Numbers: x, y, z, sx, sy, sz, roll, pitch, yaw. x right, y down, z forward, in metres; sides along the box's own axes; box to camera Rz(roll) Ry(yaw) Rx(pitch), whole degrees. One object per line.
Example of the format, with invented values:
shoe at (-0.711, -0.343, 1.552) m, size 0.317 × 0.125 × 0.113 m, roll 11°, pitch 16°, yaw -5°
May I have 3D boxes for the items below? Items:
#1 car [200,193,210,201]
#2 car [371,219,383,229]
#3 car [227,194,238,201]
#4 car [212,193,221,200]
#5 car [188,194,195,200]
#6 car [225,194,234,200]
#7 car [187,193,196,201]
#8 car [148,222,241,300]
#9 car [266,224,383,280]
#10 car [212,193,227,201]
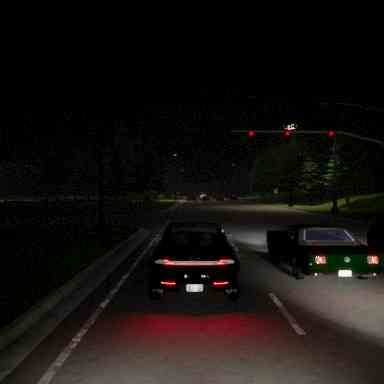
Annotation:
car at (3.358, 1.536, 82.616) m, size 1.994 × 1.385 × 4.181 m, roll 0°, pitch 0°, yaw 0°
car at (7.057, 1.221, 9.027) m, size 2.150 × 2.045 × 5.566 m, roll 0°, pitch 0°, yaw 0°
car at (10.358, 1.508, 82.628) m, size 1.812 × 1.442 × 4.674 m, roll 0°, pitch 0°, yaw 0°
car at (6.841, 1.178, 92.595) m, size 2.097 × 1.767 × 4.553 m, roll 0°, pitch 0°, yaw 0°
car at (-0.159, 1.301, 92.613) m, size 1.882 × 1.535 × 5.008 m, roll 0°, pitch 0°, yaw 0°
car at (10.341, 1.323, 92.631) m, size 1.837 × 1.490 × 4.892 m, roll 0°, pitch 0°, yaw 0°
car at (-0.141, 1.208, 82.223) m, size 2.150 × 2.045 × 5.566 m, roll 0°, pitch 0°, yaw 0°
car at (0.057, 1.491, 8.334) m, size 2.128 × 1.511 × 4.902 m, roll 0°, pitch 0°, yaw 0°
car at (3.562, 1.600, 9.931) m, size 1.895 × 1.301 × 4.718 m, roll 0°, pitch 0°, yaw 0°
car at (6.859, 1.523, 82.205) m, size 2.033 × 1.411 × 5.357 m, roll 0°, pitch 0°, yaw 0°
